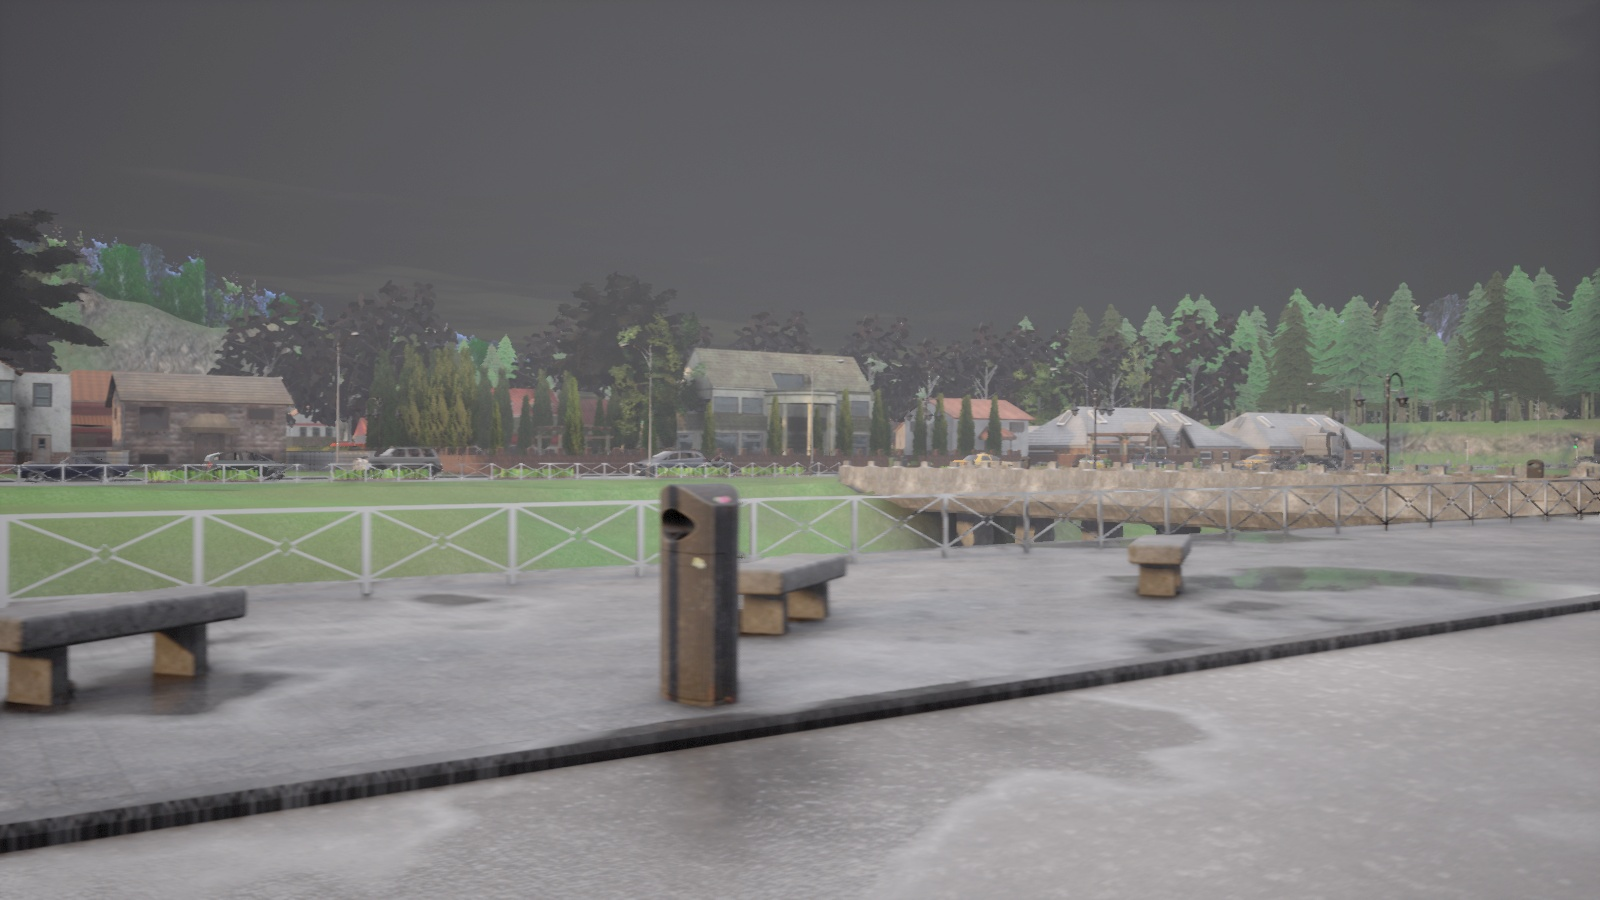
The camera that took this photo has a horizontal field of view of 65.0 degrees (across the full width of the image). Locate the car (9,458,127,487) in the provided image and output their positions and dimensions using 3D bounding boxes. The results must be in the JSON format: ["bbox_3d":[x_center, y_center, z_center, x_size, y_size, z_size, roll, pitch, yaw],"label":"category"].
[{"bbox_3d":[-34.951,1.066,59.985,4.718,1.301,1.895,0,0,-35],"label":"car"}]

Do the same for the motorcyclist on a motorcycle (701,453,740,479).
[{"bbox_3d":[-4.814,0.977,76.078,2.191,1.530,0.866,0,0,-35],"label":"motorcyclist on a motorcycle"}]

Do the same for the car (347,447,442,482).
[{"bbox_3d":[-22.211,0.777,68.849,4.605,1.855,1.932,0,0,-35],"label":"car"}]

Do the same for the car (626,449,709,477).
[{"bbox_3d":[-8.273,0.799,78.546,4.611,1.667,2.242,0,0,-35],"label":"car"}]

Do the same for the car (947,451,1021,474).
[{"bbox_3d":[12.994,0.873,88.468,5.366,1.575,1.801,0,0,-35],"label":"car"}]

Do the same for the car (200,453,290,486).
[{"bbox_3d":[-26.841,0.929,60.753,3.705,1.549,1.789,0,0,-35],"label":"car"}]
